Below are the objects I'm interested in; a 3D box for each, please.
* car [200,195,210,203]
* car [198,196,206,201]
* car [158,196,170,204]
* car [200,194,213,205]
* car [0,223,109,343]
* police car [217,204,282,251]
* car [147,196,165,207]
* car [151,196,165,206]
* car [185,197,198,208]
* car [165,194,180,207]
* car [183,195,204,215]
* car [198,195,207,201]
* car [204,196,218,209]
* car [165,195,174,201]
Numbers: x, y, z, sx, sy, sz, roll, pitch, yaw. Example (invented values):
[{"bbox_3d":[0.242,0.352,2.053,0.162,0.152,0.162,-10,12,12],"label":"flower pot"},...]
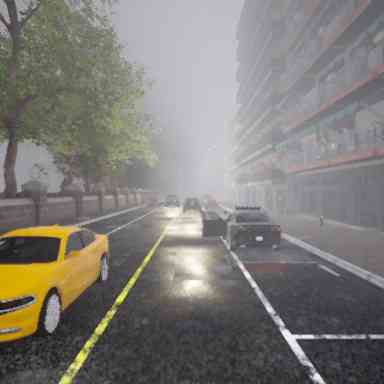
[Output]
[{"bbox_3d":[2.662,1.486,68.035,1.967,1.590,4.097,0,0,0],"label":"car"},{"bbox_3d":[2.654,1.646,90.555,1.947,1.339,4.313,0,0,0],"label":"car"},{"bbox_3d":[-5.717,1.597,68.030,2.008,1.369,4.403,0,0,0],"label":"car"},{"bbox_3d":[2.664,1.354,62.403,2.192,1.841,5.009,0,0,0],"label":"car"},{"bbox_3d":[-3.103,1.478,6.821,1.882,1.535,5.008,0,0,0],"label":"car"},{"bbox_3d":[2.362,1.427,14.232,1.930,1.638,5.238,0,0,0],"label":"police car"},{"bbox_3d":[-5.712,1.466,51.140,1.967,1.590,4.097,0,0,0],"label":"car"},{"bbox_3d":[-5.714,1.472,56.769,1.967,1.590,4.097,0,0,0],"label":"car"},{"bbox_3d":[-0.017,1.530,49.194,1.837,1.490,4.892,0,0,0],"label":"car"},{"bbox_3d":[-3.020,1.327,51.836,2.150,2.045,5.566,0,0,0],"label":"car"},{"bbox_3d":[0.037,1.365,38.022,2.097,1.767,4.553,0,0,0],"label":"car"},{"bbox_3d":[2.655,1.510,84.925,1.967,1.590,4.097,0,0,0],"label":"car"},{"bbox_3d":[2.672,1.564,45.513,1.887,1.381,4.507,0,0,0],"label":"car"},{"bbox_3d":[-5.724,1.596,84.751,1.752,1.417,4.829,0,0,0],"label":"car"}]
